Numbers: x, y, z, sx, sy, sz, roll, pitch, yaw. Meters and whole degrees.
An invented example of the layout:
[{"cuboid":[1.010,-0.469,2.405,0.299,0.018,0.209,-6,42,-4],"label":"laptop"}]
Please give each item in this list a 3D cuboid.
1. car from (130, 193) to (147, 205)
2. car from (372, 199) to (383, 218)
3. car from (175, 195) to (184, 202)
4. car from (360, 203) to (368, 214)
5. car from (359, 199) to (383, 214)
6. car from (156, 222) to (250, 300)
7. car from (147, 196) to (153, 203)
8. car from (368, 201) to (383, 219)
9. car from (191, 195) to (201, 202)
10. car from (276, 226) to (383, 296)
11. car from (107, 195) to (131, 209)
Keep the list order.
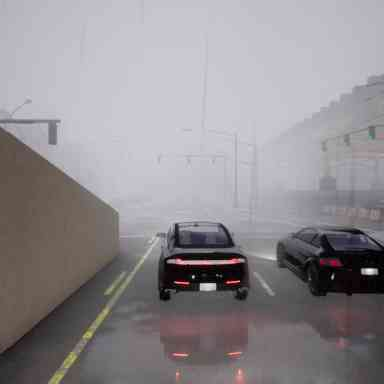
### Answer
[{"cuboid":[-10.003,1.224,58.649,2.150,2.045,5.566,0,0,2],"label":"car"},{"cuboid":[17.476,1.295,26.778,1.853,1.218,4.536,0,0,-35],"label":"car"},{"cuboid":[-2.635,1.354,70.063,2.033,1.411,5.357,0,0,1],"label":"car"},{"cuboid":[17.553,1.452,31.427,4.974,1.542,2.038,0,0,-45],"label":"car"},{"cuboid":[17.590,1.295,31.464,4.536,1.218,1.853,0,0,-45],"label":"car"},{"cuboid":[0.137,1.491,8.393,2.128,1.511,4.902,0,0,-4],"label":"car"},{"cuboid":[-9.613,1.552,71.011,1.994,1.385,4.181,0,0,1],"label":"car"},{"cuboid":[17.446,1.452,26.820,2.038,1.542,4.974,0,0,-35],"label":"car"},{"cuboid":[0.864,1.354,69.974,2.033,1.411,5.357,0,0,1],"label":"car"},{"cuboid":[3.575,1.564,8.676,1.994,1.385,4.181,0,0,0],"label":"car"},{"cuboid":[-10.344,1.547,46.022,2.033,1.411,5.357,0,0,2],"label":"car"}]
